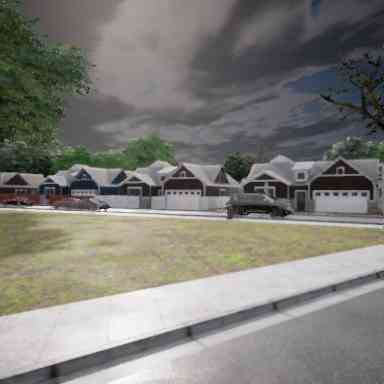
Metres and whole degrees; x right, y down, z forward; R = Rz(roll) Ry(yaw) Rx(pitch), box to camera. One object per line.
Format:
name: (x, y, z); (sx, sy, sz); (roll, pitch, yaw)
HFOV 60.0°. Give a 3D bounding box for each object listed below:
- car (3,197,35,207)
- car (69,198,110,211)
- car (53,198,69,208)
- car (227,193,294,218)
car: (-24.807, 1.390, 47.503); (4.718, 1.301, 1.895); (0, 0, 27)
car: (-11.236, 1.410, 37.285); (4.181, 1.385, 1.994); (0, 0, 28)
car: (-15.951, 1.395, 42.972); (4.181, 1.385, 1.994); (0, 0, 28)
car: (5.684, 1.149, 28.165); (5.566, 2.045, 2.150); (0, 0, 29)
